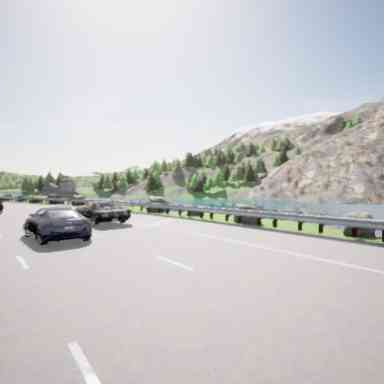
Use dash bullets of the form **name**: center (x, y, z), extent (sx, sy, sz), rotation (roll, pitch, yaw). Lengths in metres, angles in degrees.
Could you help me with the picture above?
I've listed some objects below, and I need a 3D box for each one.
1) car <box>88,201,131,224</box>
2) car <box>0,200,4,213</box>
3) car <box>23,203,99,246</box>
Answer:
- **car**: center (-5.466, 1.198, 19.679), extent (1.895, 1.301, 4.718), rotation (-2, 2, -37)
- **car**: center (-18.493, 1.123, 30.033), extent (2.128, 1.511, 4.902), rotation (-2, 2, -43)
- **car**: center (-5.835, 1.314, 14.212), extent (1.994, 1.385, 4.181), rotation (-2, 2, -36)
